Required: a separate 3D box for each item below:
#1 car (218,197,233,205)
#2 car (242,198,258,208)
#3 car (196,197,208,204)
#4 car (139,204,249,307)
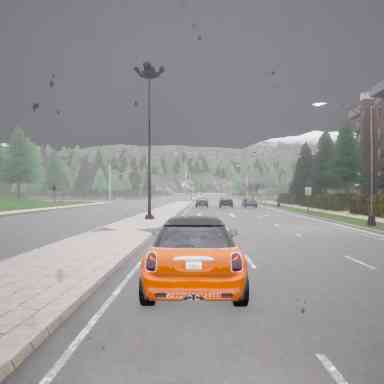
[{"bbox_3d":[4.990,1.477,49.356,1.882,1.535,5.008,0,0,2],"label":"car"},{"bbox_3d":[8.488,1.547,49.227,2.033,1.411,5.357,0,0,2],"label":"car"},{"bbox_3d":[1.480,1.526,49.147,1.812,1.442,4.674,0,0,2],"label":"car"},{"bbox_3d":[0.068,1.352,8.168,2.097,1.767,4.553,0,0,1],"label":"car"}]
